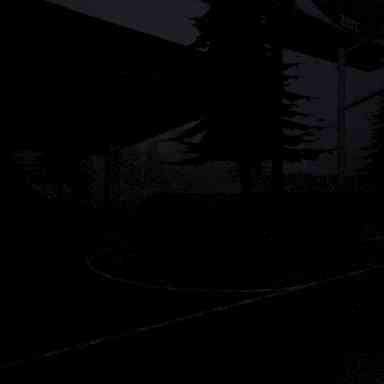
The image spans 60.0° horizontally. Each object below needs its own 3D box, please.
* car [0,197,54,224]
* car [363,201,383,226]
[{"bbox_3d":[-11.953,1.313,23.482,3.866,1.878,1.905,0,0,-36],"label":"car"},{"bbox_3d":[11.394,1.317,21.322,2.128,1.511,4.902,0,1,-36],"label":"car"}]
